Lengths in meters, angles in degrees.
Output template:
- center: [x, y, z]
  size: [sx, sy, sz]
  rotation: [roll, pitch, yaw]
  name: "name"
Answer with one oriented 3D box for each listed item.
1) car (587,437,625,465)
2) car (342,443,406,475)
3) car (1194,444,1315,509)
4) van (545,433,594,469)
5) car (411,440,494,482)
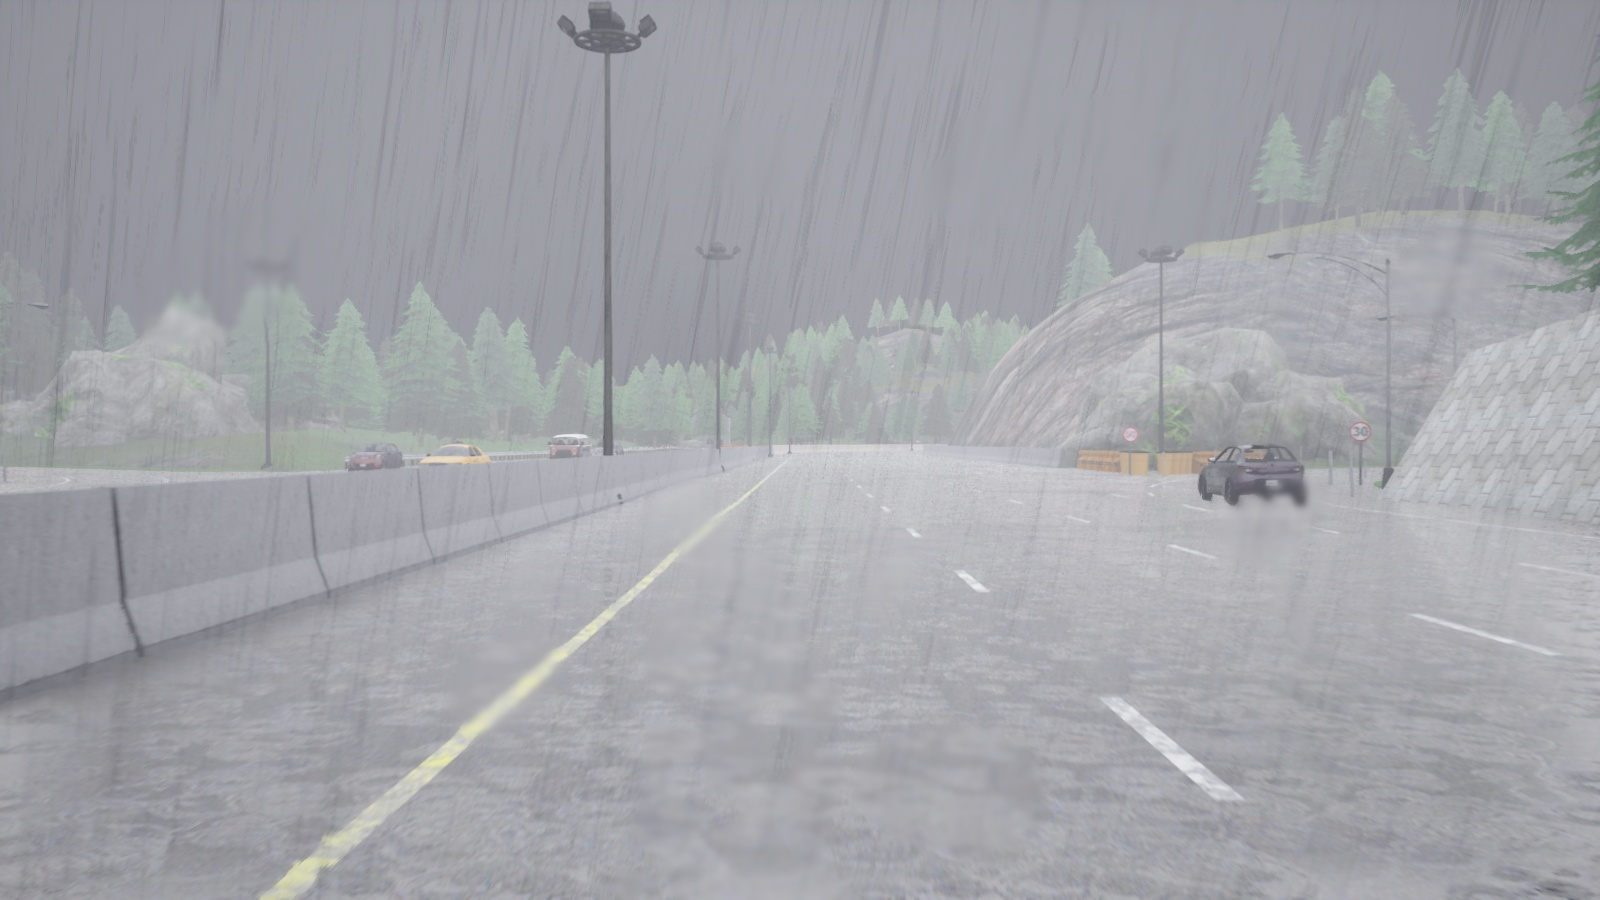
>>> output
- center: [-13.487, 0.058, 87.467]
  size: [1.932, 1.855, 4.605]
  rotation: [0, 1, 0]
  name: "car"
- center: [-20.639, 0.402, 60.940]
  size: [1.845, 1.501, 3.633]
  rotation: [0, 0, 0]
  name: "car"
- center: [11.050, 0.595, 30.818]
  size: [1.816, 1.474, 4.193]
  rotation: [0, 0, 5]
  name: "car"
- center: [-13.563, 0.041, 74.119]
  size: [2.069, 2.038, 4.480]
  rotation: [0, 0, 0]
  name: "van"
- center: [-13.701, 0.392, 49.861]
  size: [1.801, 1.575, 5.366]
  rotation: [0, 0, 0]
  name: "car"
